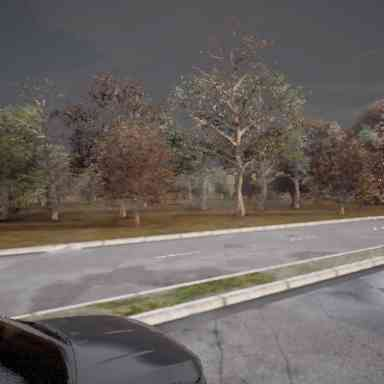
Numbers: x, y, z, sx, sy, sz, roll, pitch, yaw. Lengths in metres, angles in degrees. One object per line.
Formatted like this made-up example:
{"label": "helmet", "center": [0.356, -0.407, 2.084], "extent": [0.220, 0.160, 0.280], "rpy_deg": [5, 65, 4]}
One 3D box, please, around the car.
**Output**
{"label": "car", "center": [-2.076, 1.505, 1.958], "extent": [4.892, 1.490, 1.837], "rpy_deg": [0, 0, -35]}
